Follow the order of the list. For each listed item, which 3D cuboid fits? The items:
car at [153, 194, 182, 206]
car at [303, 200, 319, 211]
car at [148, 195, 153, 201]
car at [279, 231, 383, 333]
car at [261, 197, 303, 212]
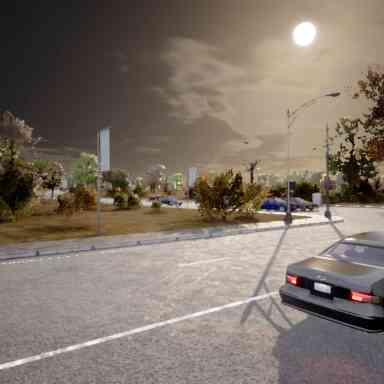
[{"bbox_3d":[-3.428,1.340,51.032,2.128,1.511,4.902,-1,0,-39],"label":"car"},{"bbox_3d":[11.656,1.364,37.947,2.033,1.411,5.357,-1,0,-39],"label":"car"},{"bbox_3d":[-7.825,1.261,73.344,1.882,1.535,5.008,-1,0,-38],"label":"car"},{"bbox_3d":[4.064,1.529,6.673,5.357,1.411,2.033,0,0,-36],"label":"car"},{"bbox_3d":[8.876,1.319,35.813,1.882,1.535,5.008,-1,0,-40],"label":"car"}]
